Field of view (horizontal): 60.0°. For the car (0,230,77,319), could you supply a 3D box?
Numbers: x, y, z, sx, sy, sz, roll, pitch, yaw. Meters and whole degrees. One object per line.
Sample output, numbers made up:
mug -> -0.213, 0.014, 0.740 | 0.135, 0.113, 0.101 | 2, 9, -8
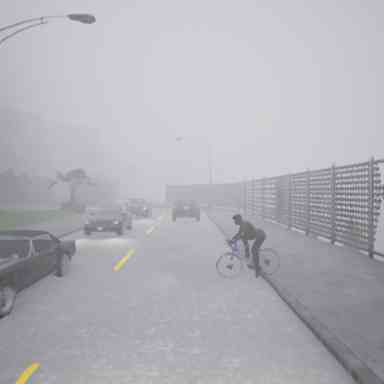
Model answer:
car -> -4.242, 1.589, 7.442 | 1.895, 1.301, 4.718 | 0, 0, -1

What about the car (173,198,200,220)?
car -> -0.494, 1.308, 27.369 | 2.097, 1.767, 4.553 | 0, 0, -1

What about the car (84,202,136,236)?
car -> -4.480, 1.496, 18.345 | 1.812, 1.442, 4.674 | 0, 0, -1

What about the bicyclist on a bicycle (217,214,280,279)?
bicyclist on a bicycle -> 1.391, 1.379, 8.484 | 1.656, 1.620, 0.582 | -6, 0, -1

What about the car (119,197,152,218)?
car -> -4.734, 1.306, 29.177 | 2.097, 1.767, 4.553 | 0, 0, -2
